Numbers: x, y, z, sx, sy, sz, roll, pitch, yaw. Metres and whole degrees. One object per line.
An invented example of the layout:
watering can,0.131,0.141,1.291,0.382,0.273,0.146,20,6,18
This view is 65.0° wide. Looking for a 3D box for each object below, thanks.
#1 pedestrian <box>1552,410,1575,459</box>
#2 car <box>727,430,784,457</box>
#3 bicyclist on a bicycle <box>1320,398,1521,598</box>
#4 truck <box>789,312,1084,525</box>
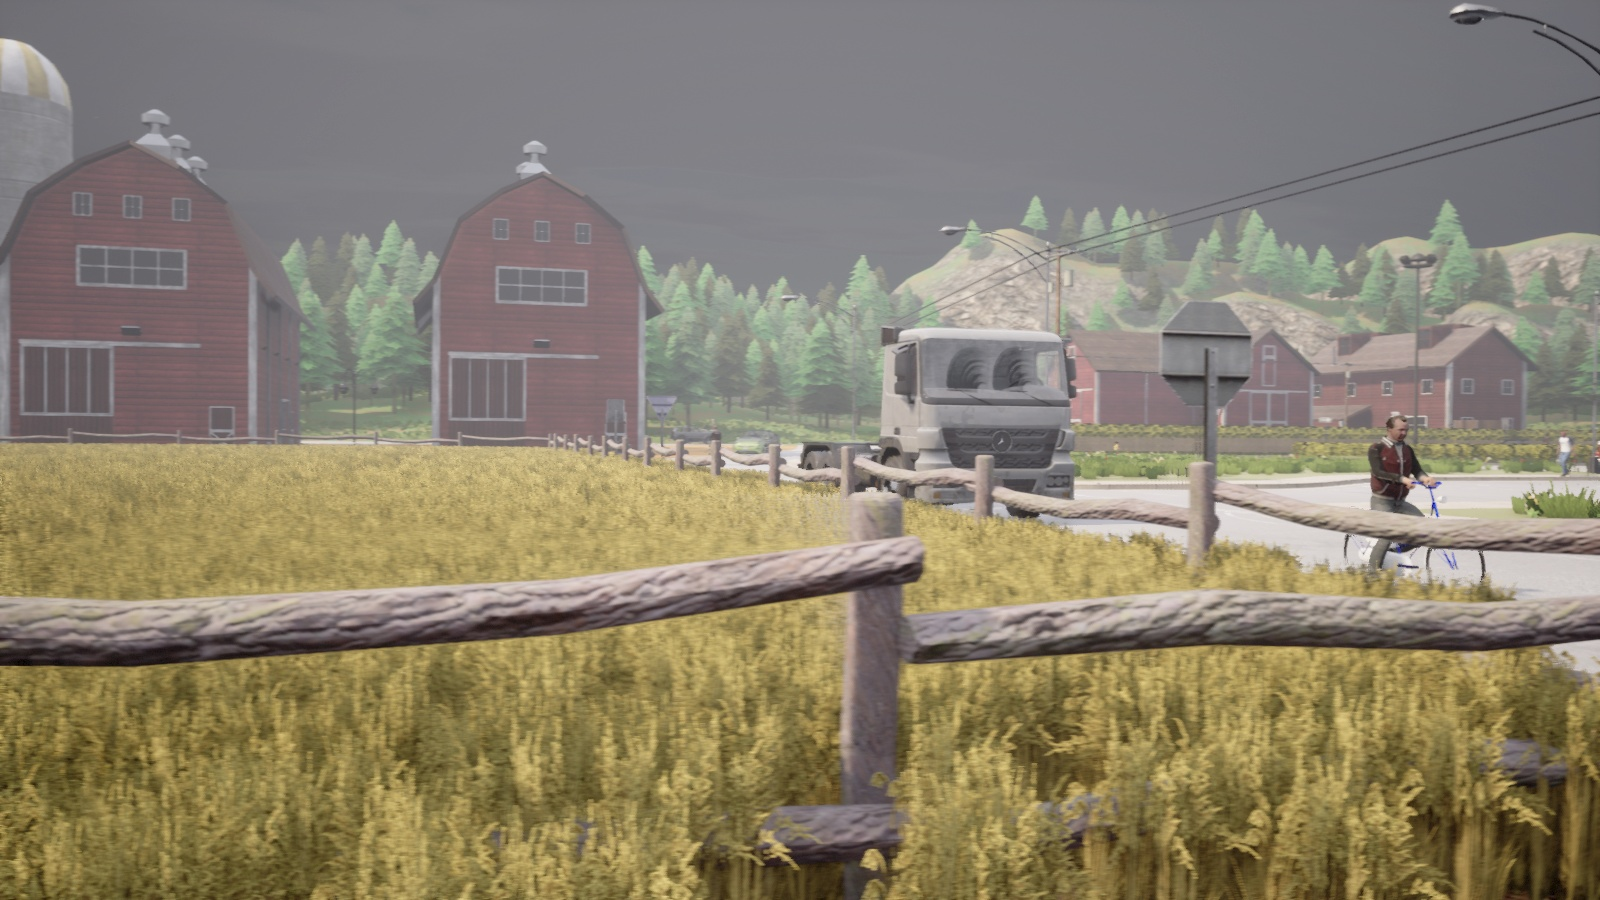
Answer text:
pedestrian,28.685,-0.571,47.198,0.706,1.836,0.354,-1,1,-18
car,-2.571,-0.392,73.985,2.007,1.525,4.514,0,1,16
bicyclist on a bicycle,5.929,0.422,12.134,0.659,1.776,1.843,-1,1,-16
truck,2.270,-0.575,24.568,2.891,3.462,7.936,-1,1,-16
